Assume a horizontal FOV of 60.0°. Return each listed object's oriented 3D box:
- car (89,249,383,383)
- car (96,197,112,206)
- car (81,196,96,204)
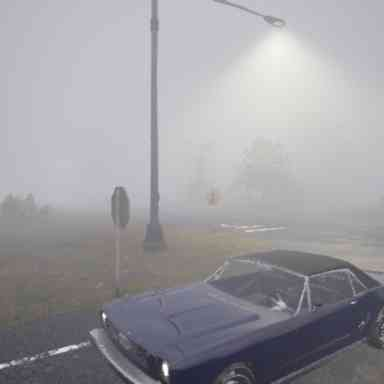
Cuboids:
[{"bbox_3d":[1.109,1.589,4.660,4.718,1.301,1.895,0,0,-35],"label":"car"},{"bbox_3d":[-12.790,1.404,51.128,1.994,1.385,4.181,0,0,-33],"label":"car"},{"bbox_3d":[-18.351,1.422,59.446,1.895,1.301,4.718,0,0,-34],"label":"car"}]
